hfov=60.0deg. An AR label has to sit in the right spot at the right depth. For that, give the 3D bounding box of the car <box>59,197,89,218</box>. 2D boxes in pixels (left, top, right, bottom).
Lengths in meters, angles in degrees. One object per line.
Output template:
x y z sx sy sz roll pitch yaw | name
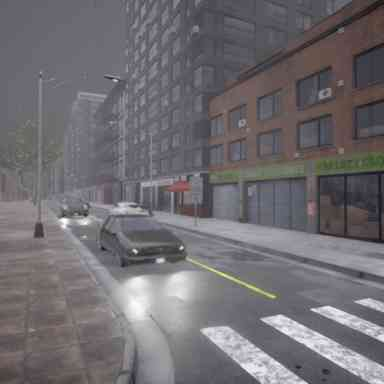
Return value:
-10.388 1.255 29.097 2.097 1.767 4.553 1 0 -25 | car

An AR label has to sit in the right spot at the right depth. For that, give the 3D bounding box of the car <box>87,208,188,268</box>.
-2.038 1.498 11.568 2.033 1.411 5.357 1 0 -26 | car

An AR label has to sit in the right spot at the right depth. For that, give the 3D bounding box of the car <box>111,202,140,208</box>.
-4.801 1.470 24.213 1.812 1.442 4.674 1 0 -26 | car

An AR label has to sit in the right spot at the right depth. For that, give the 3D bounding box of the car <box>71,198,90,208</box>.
-16.081 1.566 47.841 1.994 1.385 4.181 1 -1 -26 | car
